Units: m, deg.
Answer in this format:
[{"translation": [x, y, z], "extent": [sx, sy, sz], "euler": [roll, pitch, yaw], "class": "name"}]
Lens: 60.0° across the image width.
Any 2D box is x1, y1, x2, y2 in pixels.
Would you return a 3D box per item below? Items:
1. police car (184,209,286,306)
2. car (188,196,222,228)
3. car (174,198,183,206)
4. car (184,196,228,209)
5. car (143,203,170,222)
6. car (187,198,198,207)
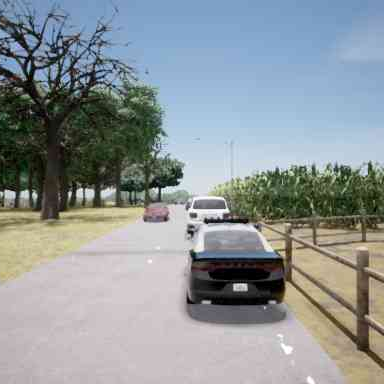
[{"translation": [0.832, 1.439, 8.290], "extent": [1.930, 1.638, 5.238], "euler": [0, 0, 0], "class": "police car"}, {"translation": [0.847, 1.311, 24.219], "extent": [2.150, 2.045, 5.566], "euler": [0, 0, 0], "class": "car"}, {"translation": [-2.687, 2.054, 68.490], "extent": [2.128, 1.511, 4.902], "euler": [0, -1, 0], "class": "car"}, {"translation": [0.842, 1.277, 18.217], "extent": [2.150, 2.045, 5.566], "euler": [0, 0, 0], "class": "car"}, {"translation": [-2.824, 1.630, 27.112], "extent": [1.812, 1.442, 4.674], "euler": [0, 0, 0], "class": "car"}, {"translation": [0.056, 1.872, 59.198], "extent": [1.837, 1.490, 4.892], "euler": [0, -1, 0], "class": "car"}]
